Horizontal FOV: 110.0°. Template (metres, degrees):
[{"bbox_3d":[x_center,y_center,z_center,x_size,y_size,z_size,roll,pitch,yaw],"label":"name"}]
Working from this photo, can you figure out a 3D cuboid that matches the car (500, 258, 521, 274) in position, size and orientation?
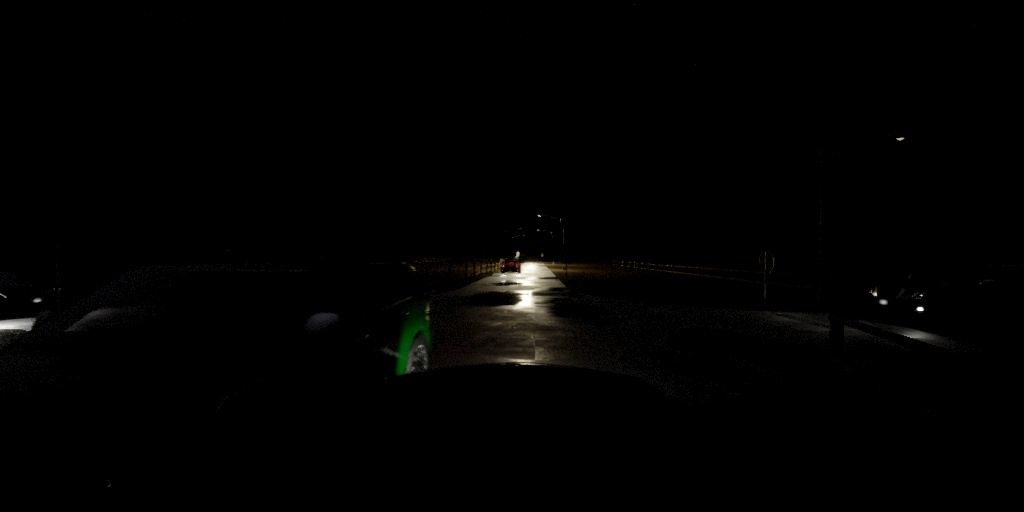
[{"bbox_3d":[-0.062,1.052,39.739,2.097,1.767,4.553,0,0,4],"label":"car"}]

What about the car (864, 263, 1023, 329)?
[{"bbox_3d":[15.360,1.255,11.977,5.566,2.045,2.150,1,1,3],"label":"car"}]

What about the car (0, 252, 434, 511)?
[{"bbox_3d":[-2.427,0.975,3.507,2.150,2.045,5.566,0,0,4],"label":"car"}]

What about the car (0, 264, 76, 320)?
[{"bbox_3d":[-16.615,1.017,10.937,4.674,1.442,1.812,1,1,3],"label":"car"}]
